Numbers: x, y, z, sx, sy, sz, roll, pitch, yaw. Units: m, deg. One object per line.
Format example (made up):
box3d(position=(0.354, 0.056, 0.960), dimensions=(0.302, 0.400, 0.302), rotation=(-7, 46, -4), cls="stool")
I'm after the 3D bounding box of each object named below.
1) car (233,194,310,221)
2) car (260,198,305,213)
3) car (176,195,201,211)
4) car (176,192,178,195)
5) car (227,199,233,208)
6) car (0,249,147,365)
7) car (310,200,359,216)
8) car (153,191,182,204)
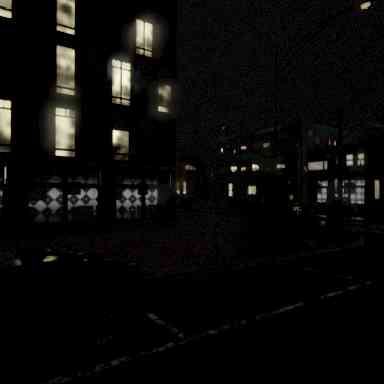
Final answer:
box3d(position=(5.773, 1.094, 24.781), dimensions=(2.192, 1.841, 5.009), rotation=(1, 0, -36), cls="car")
box3d(position=(9.225, 1.331, 34.216), dimensions=(1.802, 1.307, 4.206), rotation=(1, 0, -36), cls="car")
box3d(position=(-0.812, 1.224, 33.712), dimensions=(1.802, 1.307, 4.206), rotation=(1, 0, -36), cls="car")
box3d(position=(-0.643, 1.092, 47.612), dimensions=(2.008, 1.369, 4.403), rotation=(1, 0, -36), cls="car")
box3d(position=(5.937, 1.121, 38.683), dimensions=(1.967, 1.590, 4.097), rotation=(1, 0, -36), cls="car")
box3d(position=(-2.722, 1.566, 4.612), dimensions=(4.313, 1.339, 1.947), rotation=(0, 0, -36), cls="car")
box3d(position=(12.515, 1.362, 29.752), dimensions=(1.887, 1.381, 4.507), rotation=(1, 0, -36), cls="car")
box3d(position=(-3.927, 0.784, 52.077), dimensions=(2.192, 1.841, 5.009), rotation=(1, 0, -36), cls="car")
